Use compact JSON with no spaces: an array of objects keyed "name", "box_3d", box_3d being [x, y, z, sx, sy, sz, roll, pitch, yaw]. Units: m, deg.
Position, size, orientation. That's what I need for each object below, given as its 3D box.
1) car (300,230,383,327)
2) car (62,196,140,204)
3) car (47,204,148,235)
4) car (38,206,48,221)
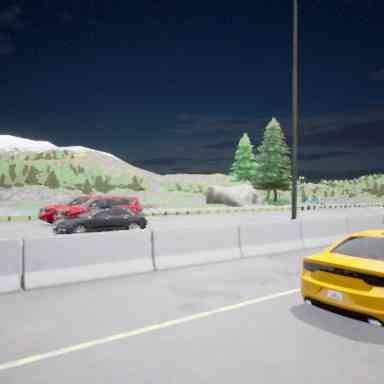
[{"name":"car","box_3d":[4.336,1.525,6.833,5.008,1.535,1.882,0,0,-35]},{"name":"car","box_3d":[-5.800,1.274,21.237,5.566,2.045,2.150,1,0,-35]},{"name":"car","box_3d":[-4.742,1.547,17.706,4.892,1.490,1.837,1,-1,-35]},{"name":"car","box_3d":[-7.977,1.273,23.985,5.566,2.045,2.150,1,-1,-35]}]
